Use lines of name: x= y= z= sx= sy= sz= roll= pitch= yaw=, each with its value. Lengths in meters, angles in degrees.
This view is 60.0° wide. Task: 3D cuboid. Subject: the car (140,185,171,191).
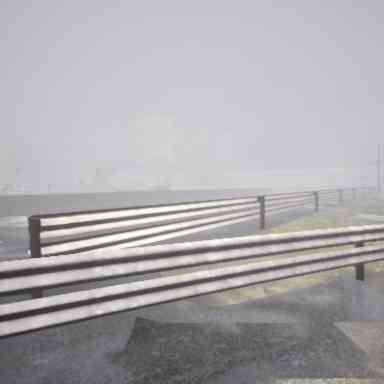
car: x=-5.303 y=0.054 z=49.262 sx=2.150 sy=2.045 sz=5.566 roll=0 pitch=1 yaw=33

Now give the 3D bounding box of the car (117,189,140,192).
car: x=-8.361 y=0.625 z=38.062 sx=1.994 sy=1.385 sz=4.181 roll=0 pitch=1 yaw=33

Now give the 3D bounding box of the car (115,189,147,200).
car: x=-9.053 y=0.382 z=49.904 sx=1.837 sy=1.490 sz=4.892 roll=0 pitch=1 yaw=33

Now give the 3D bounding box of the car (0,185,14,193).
car: x=-32.081 y=-0.502 z=56.351 sx=2.033 sy=1.411 sz=5.357 roll=-1 pitch=3 yaw=12
